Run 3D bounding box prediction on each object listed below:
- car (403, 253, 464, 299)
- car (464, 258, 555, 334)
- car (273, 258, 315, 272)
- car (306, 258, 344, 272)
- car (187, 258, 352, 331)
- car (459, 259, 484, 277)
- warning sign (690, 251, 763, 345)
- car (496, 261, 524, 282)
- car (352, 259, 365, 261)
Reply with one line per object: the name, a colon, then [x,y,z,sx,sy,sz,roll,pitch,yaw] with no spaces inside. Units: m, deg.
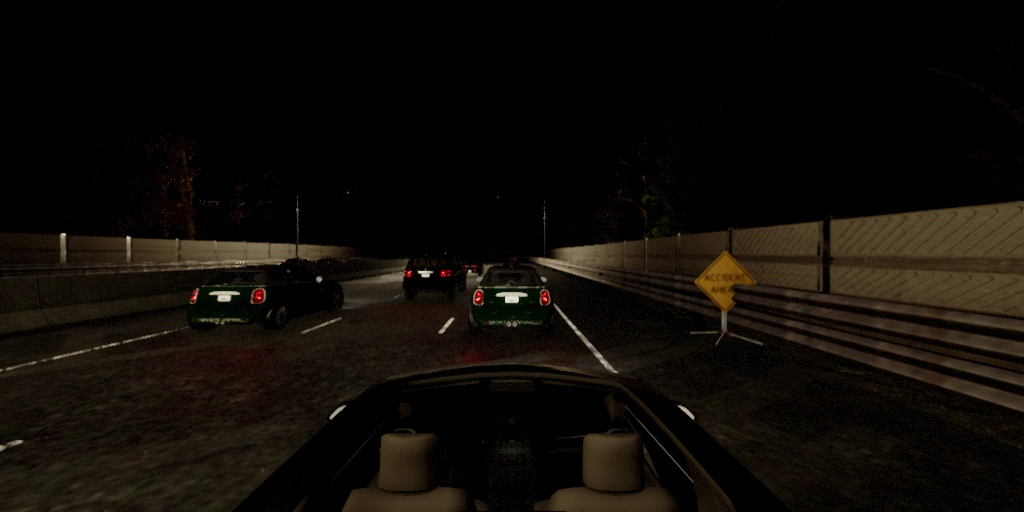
car: [-3.549,0.871,17.320,2.150,2.045,5.566,0,0,0]
car: [-0.012,1.042,10.565,2.097,1.767,4.553,0,0,0]
car: [-24.953,1.021,41.280,1.837,1.490,4.892,0,0,0]
car: [-21.455,1.021,41.338,1.837,1.490,4.892,0,0,0]
car: [-7.013,1.041,10.857,2.097,1.767,4.553,0,0,0]
car: [-3.701,1.060,33.676,1.837,1.490,4.892,0,0,0]
warning sign: [4.497,0.825,7.595,1.300,1.860,1.060,0,0,-1]
car: [-0.162,1.131,28.571,2.033,1.411,5.357,0,0,0]
car: [-17.949,1.042,41.114,1.812,1.442,4.674,0,0,-1]
